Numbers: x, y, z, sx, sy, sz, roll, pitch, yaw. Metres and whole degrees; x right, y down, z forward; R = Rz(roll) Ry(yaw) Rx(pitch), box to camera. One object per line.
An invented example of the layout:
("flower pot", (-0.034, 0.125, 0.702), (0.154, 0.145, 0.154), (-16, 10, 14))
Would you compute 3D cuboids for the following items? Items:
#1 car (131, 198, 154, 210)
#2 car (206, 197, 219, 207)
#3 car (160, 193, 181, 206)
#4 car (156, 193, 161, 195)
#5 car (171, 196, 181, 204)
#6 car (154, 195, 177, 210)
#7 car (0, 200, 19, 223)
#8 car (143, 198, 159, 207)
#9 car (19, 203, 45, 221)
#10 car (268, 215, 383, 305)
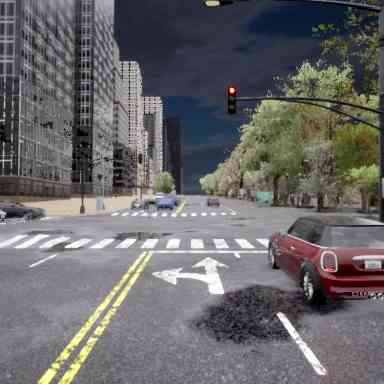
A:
("car", (-6.623, 1.520, 42.700), (2.128, 1.511, 4.902), (0, 0, 0))
("car", (3.332, 1.501, 53.696), (2.128, 1.511, 4.902), (1, 1, 0))
("car", (-3.375, 1.254, 53.120), (2.150, 2.045, 5.566), (0, 0, 0))
("car", (-6.550, 1.268, 68.029), (2.150, 2.045, 5.566), (0, 0, 0))
("car", (-3.303, 1.571, 68.137), (1.812, 1.442, 4.674), (0, 0, 0))
("car", (-3.375, 1.506, 42.543), (1.882, 1.535, 5.008), (0, 0, 0))
("car", (-13.103, 1.106, 19.112), (4.902, 1.511, 2.128), (1, -2, 6))
("car", (-6.624, 1.637, 54.273), (1.895, 1.301, 4.718), (0, 0, 0))
("car", (-12.879, 1.305, 23.470), (4.674, 1.442, 1.812), (1, -2, -11))
("car", (3.341, 1.350, 8.265), (2.097, 1.767, 4.553), (-1, 0, 0))
